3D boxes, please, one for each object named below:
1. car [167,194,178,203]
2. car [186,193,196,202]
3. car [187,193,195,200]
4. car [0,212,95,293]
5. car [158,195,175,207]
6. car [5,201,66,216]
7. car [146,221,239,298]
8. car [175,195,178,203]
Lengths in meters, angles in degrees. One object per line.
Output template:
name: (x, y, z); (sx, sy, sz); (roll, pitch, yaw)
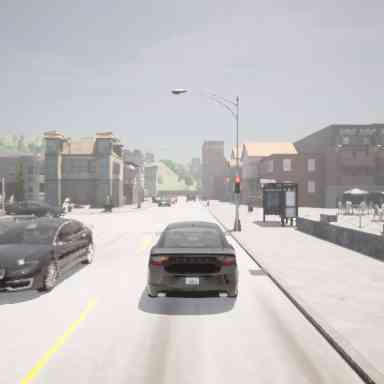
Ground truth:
car: (-4.185, 1.373, 71.179); (2.097, 1.767, 4.553); (0, 0, 0)
car: (-0.200, 1.236, 76.697); (2.150, 2.045, 5.566); (0, 0, 0)
car: (-0.227, 1.210, 87.057); (2.097, 1.767, 4.553); (0, 0, 0)
car: (-4.074, 1.507, 8.995); (1.837, 1.490, 4.892); (0, 0, 0)
car: (-4.229, 1.505, 52.016); (2.128, 1.511, 4.902); (0, 0, 0)
car: (-13.070, 1.512, 27.814); (4.892, 1.490, 1.837); (0, 0, -1)
car: (0.028, 1.480, 8.571); (1.882, 1.535, 5.008); (0, 0, 0)
car: (-4.225, 1.368, 61.116); (2.097, 1.767, 4.553); (0, 0, 0)
